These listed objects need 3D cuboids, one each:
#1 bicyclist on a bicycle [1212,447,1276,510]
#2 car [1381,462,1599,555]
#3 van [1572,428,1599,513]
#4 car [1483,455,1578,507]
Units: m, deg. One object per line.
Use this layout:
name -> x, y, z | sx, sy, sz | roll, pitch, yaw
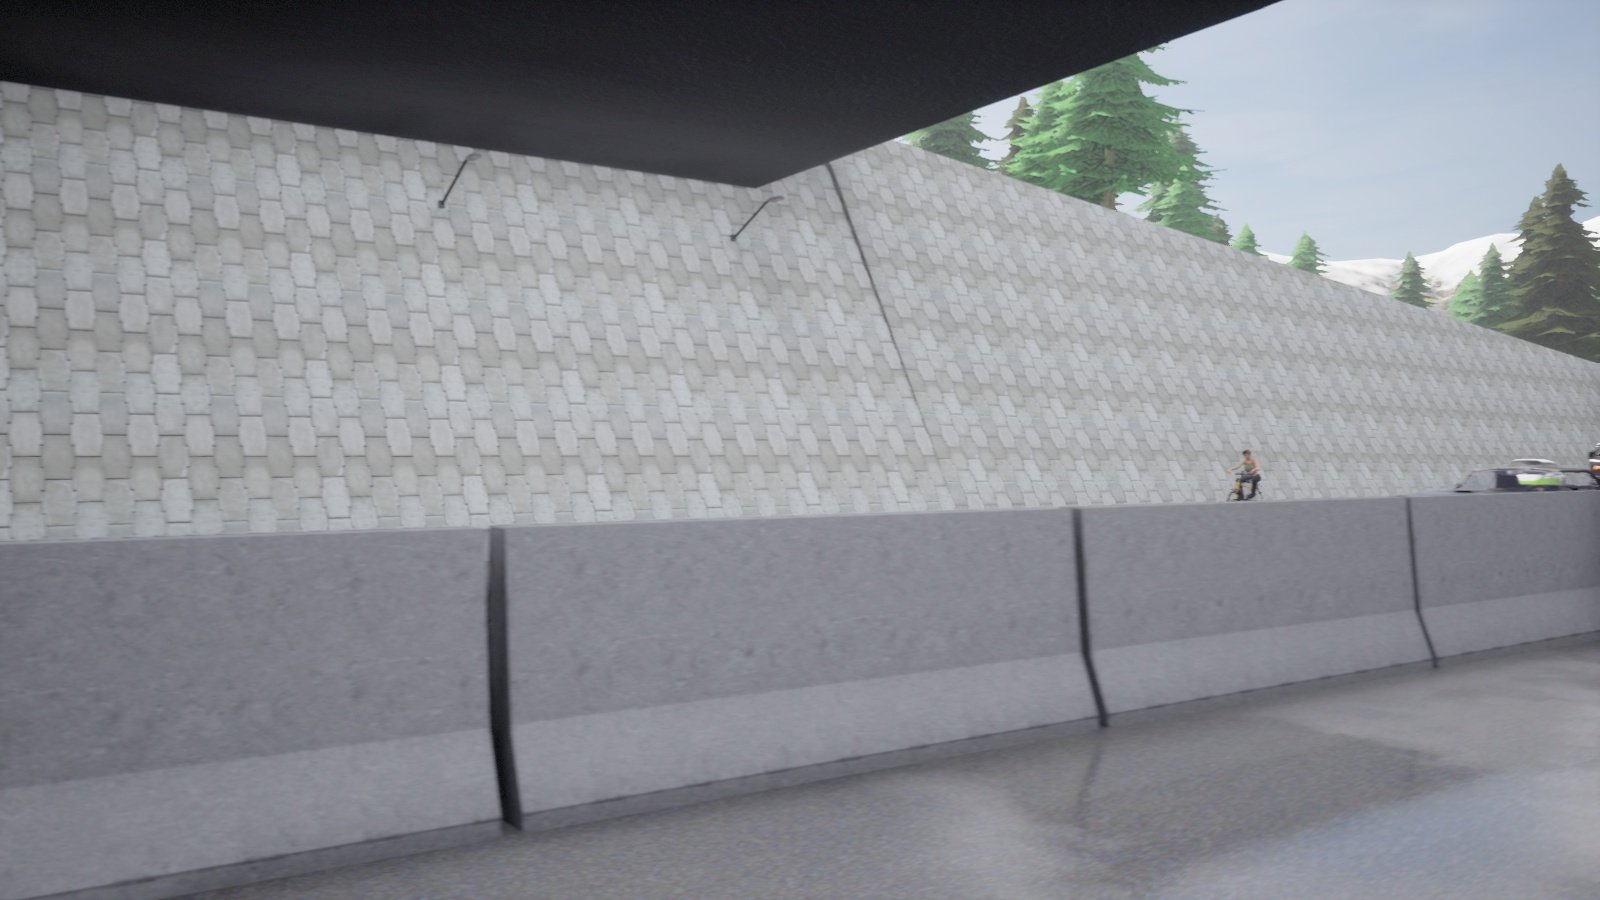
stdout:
bicyclist on a bicycle -> 11.691, 0.737, 33.085 | 1.509, 1.612, 0.866 | 0, 0, -34
car -> 11.565, 0.870, 20.218 | 4.718, 1.301, 1.895 | 0, 0, -35
van -> 21.450, 0.501, 31.350 | 4.480, 2.038, 2.069 | 0, 0, -35
car -> 20.215, 0.841, 34.752 | 2.207, 1.376, 1.481 | 0, 0, -35
